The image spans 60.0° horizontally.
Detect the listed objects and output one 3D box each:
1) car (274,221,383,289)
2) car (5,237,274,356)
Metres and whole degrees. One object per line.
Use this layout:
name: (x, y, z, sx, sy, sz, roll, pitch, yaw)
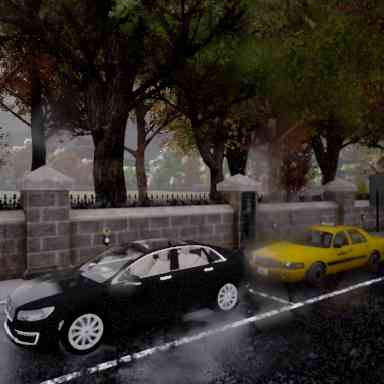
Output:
car: (3.607, 1.525, 9.148, 4.829, 1.417, 1.752, 0, 0, -36)
car: (-0.834, 1.550, 5.970, 4.403, 1.369, 2.008, 0, 0, -36)
